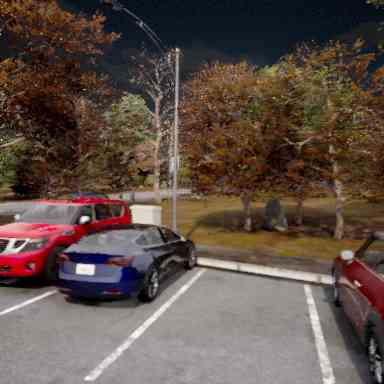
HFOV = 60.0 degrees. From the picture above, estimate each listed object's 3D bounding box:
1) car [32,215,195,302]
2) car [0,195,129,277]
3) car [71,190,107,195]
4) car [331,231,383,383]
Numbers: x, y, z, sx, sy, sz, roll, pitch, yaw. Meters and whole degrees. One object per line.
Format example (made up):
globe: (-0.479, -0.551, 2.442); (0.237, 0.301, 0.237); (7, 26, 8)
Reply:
car: (-1.351, 1.514, 8.424); (2.163, 1.488, 4.792); (0, -1, 16)
car: (-3.753, 1.231, 10.080); (2.435, 2.045, 5.566); (1, -1, 16)
car: (-11.033, 0.452, 35.497); (1.994, 1.385, 4.181); (1, 4, 37)
car: (3.432, 1.360, 4.948); (2.185, 1.767, 4.553); (0, -1, 15)
